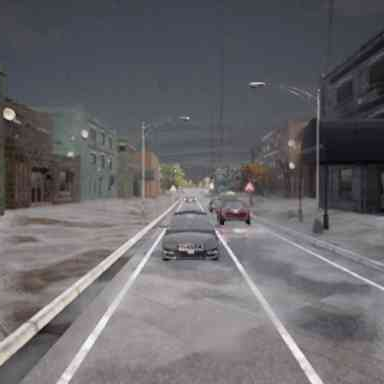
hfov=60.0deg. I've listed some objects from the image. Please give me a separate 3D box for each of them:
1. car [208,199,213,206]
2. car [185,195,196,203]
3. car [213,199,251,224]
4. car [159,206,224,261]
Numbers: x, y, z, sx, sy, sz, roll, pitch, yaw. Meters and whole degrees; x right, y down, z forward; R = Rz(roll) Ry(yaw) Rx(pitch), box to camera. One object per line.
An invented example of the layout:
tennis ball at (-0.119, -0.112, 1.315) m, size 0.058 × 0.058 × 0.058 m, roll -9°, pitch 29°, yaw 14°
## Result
car at (2.874, 1.503, 37.907) m, size 2.033 × 1.411 × 5.357 m, roll 0°, pitch 0°, yaw 0°
car at (-0.285, 1.321, 62.080) m, size 2.128 × 1.511 × 4.902 m, roll 0°, pitch 0°, yaw 0°
car at (2.947, 1.345, 24.536) m, size 2.097 × 1.767 × 4.553 m, roll 0°, pitch 0°, yaw 0°
car at (-0.067, 1.505, 12.316) m, size 1.837 × 1.490 × 4.892 m, roll 0°, pitch 1°, yaw -1°
